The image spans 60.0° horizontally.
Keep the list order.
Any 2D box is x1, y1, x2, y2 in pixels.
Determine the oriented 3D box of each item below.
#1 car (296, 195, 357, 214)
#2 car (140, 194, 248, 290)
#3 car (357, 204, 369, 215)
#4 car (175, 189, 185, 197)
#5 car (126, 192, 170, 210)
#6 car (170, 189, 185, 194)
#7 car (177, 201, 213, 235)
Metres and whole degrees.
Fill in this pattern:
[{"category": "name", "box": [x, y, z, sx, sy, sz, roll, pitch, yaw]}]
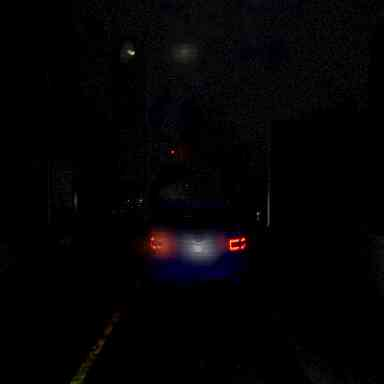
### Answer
[{"category": "car", "box": [12.836, 1.181, 32.446, 5.009, 1.841, 2.192, 1, 0, 0]}, {"category": "car", "box": [0.116, 1.195, 9.142, 2.150, 2.045, 5.566, 0, 0, 0]}, {"category": "car", "box": [18.234, 1.525, 32.436, 4.206, 1.307, 1.802, 1, 0, 0]}, {"category": "car", "box": [-2.497, 0.097, 68.777, 1.882, 1.535, 5.008, 0, 2, 0]}, {"category": "car", "box": [-4.802, 0.930, 34.802, 2.097, 1.767, 4.553, 1, 1, 31]}, {"category": "car", "box": [-2.661, 0.687, 50.204, 2.128, 1.511, 4.902, 0, 2, 0]}, {"category": "car", "box": [0.128, 1.389, 19.168, 1.837, 1.490, 4.892, 0, 1, 0]}]
